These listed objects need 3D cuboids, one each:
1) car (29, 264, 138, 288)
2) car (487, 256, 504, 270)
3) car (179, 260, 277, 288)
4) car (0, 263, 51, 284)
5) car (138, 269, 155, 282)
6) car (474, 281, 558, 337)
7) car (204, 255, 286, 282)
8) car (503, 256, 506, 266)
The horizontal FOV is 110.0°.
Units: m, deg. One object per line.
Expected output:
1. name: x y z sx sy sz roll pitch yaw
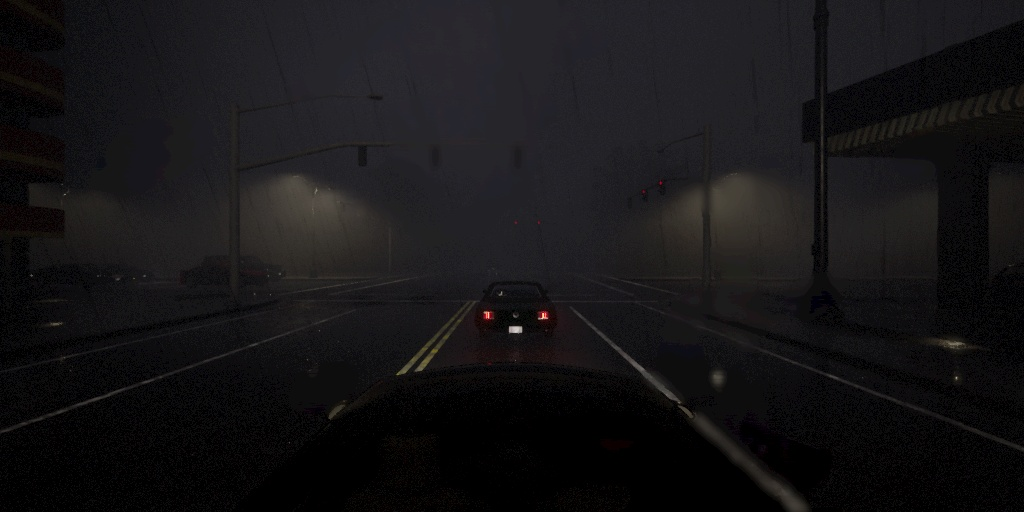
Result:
1. car: -27.833 1.235 23.135 4.902 1.511 2.128 0 0 1
2. car: -2.717 1.226 53.938 2.128 1.511 4.902 0 0 1
3. car: -18.330 1.221 22.961 5.008 1.535 1.882 0 0 1
4. car: -37.991 1.268 26.825 4.674 1.442 1.812 0 0 1
5. car: -29.309 1.307 26.659 4.181 1.385 1.994 0 0 0
6. car: 0.097 1.348 10.193 1.895 1.301 4.718 0 0 0
7. car: -19.891 0.964 26.509 5.566 2.045 2.150 0 0 1
8. car: -2.595 1.223 64.121 2.128 1.511 4.902 0 0 1
